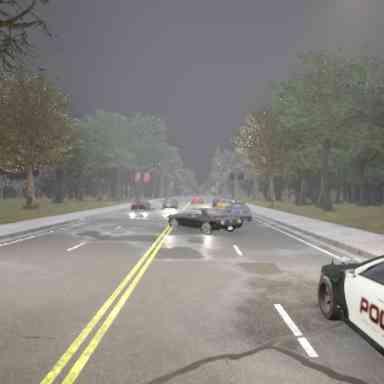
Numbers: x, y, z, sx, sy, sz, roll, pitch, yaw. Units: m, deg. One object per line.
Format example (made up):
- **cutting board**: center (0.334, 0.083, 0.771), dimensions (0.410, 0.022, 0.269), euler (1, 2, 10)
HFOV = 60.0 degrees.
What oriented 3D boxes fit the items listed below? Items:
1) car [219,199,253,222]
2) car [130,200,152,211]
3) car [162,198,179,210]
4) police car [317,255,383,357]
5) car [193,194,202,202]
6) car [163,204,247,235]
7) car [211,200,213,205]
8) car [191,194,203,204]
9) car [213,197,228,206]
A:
- **car**: center (3.563, 1.539, 26.358), dimensions (2.033, 1.411, 5.357), euler (0, 0, 1)
- **car**: center (-6.072, 1.593, 39.781), dimensions (1.895, 1.301, 4.718), euler (0, 0, 1)
- **car**: center (-2.765, 1.484, 42.851), dimensions (2.128, 1.511, 4.902), euler (0, 0, 1)
- **police car**: center (3.291, 1.503, 4.381), dimensions (2.038, 1.542, 4.974), euler (0, 0, 1)
- **car**: center (1.310, 1.369, 77.789), dimensions (2.097, 1.767, 4.553), euler (0, 0, 1)
- **car**: center (0.593, 1.594, 19.075), dimensions (1.895, 1.301, 4.718), euler (0, 0, -39)
- **car**: center (3.928, 1.499, 48.336), dimensions (1.837, 1.490, 4.892), euler (0, 0, 1)
- **car**: center (0.997, 1.355, 62.218), dimensions (2.097, 1.767, 4.553), euler (0, 0, 2)
- **car**: center (3.738, 1.448, 37.537), dimensions (1.801, 1.575, 5.366), euler (0, 0, 1)
